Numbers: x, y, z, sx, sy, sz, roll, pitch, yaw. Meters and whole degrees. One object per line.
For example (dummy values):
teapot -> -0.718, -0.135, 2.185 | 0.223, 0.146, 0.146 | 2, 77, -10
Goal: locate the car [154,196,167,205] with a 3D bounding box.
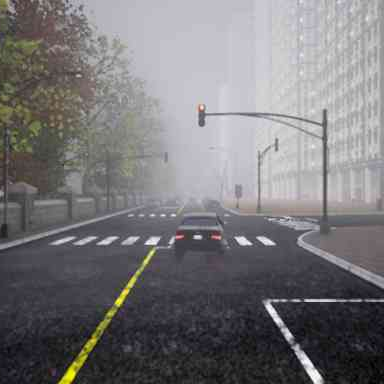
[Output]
car -> -5.625, 1.478, 59.283 | 1.967, 1.590, 4.097 | 0, 0, 0

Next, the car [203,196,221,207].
car -> 2.736, 1.587, 42.376 | 1.947, 1.339, 4.313 | 0, 0, 0

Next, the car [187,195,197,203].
car -> 0.075, 1.570, 70.082 | 1.812, 1.442, 4.674 | 0, 0, 0

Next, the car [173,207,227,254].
car -> 0.418, 1.550, 13.535 | 2.033, 1.411, 5.357 | 0, 0, 5

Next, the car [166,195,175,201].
car -> -5.595, 1.626, 87.444 | 1.887, 1.381, 4.507 | 0, 0, 0

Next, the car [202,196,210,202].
car -> 3.233, 1.590, 77.687 | 1.812, 1.442, 4.674 | 0, 0, 0

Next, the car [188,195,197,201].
car -> 0.086, 1.482, 79.665 | 2.033, 1.411, 5.357 | 0, 0, 0

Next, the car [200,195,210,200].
car -> 2.749, 1.598, 53.641 | 1.947, 1.339, 4.313 | 0, 0, 0

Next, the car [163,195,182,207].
car -> -3.031, 1.593, 51.494 | 1.994, 1.385, 4.181 | 0, 0, 0

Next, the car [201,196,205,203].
car -> 2.743, 1.592, 48.009 | 1.947, 1.339, 4.313 | 0, 0, 0

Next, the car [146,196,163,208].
car -> -5.638, 1.607, 48.018 | 1.802, 1.307, 4.206 | 0, 0, 0

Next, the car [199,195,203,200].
car -> 3.189, 1.406, 70.658 | 2.097, 1.767, 4.553 | 0, 0, 0

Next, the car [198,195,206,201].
car -> 2.792, 1.642, 93.067 | 2.008, 1.369, 4.403 | 0, 0, 0

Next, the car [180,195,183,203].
car -> -2.941, 1.402, 67.616 | 2.097, 1.767, 4.553 | 0, 0, 0
